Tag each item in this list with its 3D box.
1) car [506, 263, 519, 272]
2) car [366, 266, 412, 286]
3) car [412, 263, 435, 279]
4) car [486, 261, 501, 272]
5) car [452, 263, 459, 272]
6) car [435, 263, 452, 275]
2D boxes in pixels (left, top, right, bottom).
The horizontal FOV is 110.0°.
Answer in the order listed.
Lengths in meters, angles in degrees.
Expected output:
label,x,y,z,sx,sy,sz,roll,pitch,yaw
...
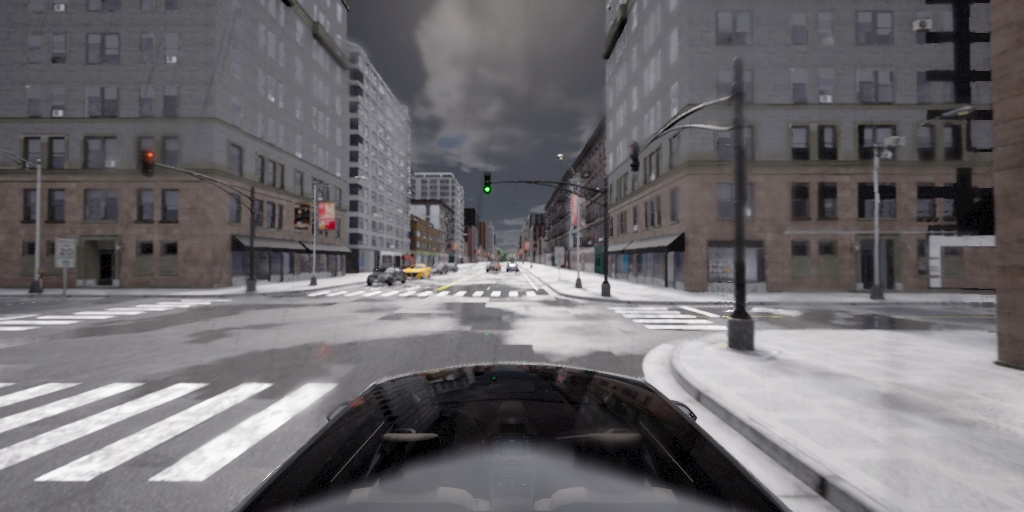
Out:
label,x,y,z,sx,sy,sz,roll,pitch,yaw
car,0.055,1.893,57.839,1.994,1.385,4.181,0,-1,0
car,-9.819,1.556,28.438,1.812,1.442,4.674,0,-1,2
car,-9.809,1.603,37.635,1.882,1.535,5.008,0,-1,0
car,-3.195,1.930,57.871,1.895,1.301,4.718,0,-1,0
car,-9.746,1.851,57.463,1.812,1.442,4.674,0,-1,0
car,-9.796,1.716,47.446,2.128,1.511,4.902,0,-1,0
